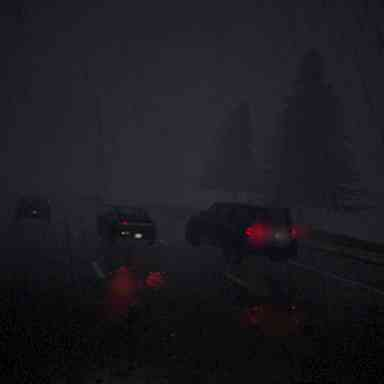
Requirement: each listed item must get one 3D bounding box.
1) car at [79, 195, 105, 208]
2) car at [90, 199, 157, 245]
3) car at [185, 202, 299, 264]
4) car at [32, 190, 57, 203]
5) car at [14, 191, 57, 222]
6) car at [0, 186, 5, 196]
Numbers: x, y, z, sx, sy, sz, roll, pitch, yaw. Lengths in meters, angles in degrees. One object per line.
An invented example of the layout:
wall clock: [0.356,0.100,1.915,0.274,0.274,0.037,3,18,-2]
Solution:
car: [-10.819,0.995,36.369,2.033,1.411,5.357,4,0,-33]
car: [-3.009,1.366,14.700,2.128,1.511,4.902,4,0,-25]
car: [1.670,1.419,12.907,2.150,2.045,5.566,5,0,-24]
car: [-18.301,0.543,41.201,1.895,1.301,4.718,4,0,-36]
car: [-9.846,0.898,20.590,1.882,1.535,5.008,5,-1,-28]
car: [-28.313,-0.207,48.009,1.812,1.442,4.674,5,-1,-40]
